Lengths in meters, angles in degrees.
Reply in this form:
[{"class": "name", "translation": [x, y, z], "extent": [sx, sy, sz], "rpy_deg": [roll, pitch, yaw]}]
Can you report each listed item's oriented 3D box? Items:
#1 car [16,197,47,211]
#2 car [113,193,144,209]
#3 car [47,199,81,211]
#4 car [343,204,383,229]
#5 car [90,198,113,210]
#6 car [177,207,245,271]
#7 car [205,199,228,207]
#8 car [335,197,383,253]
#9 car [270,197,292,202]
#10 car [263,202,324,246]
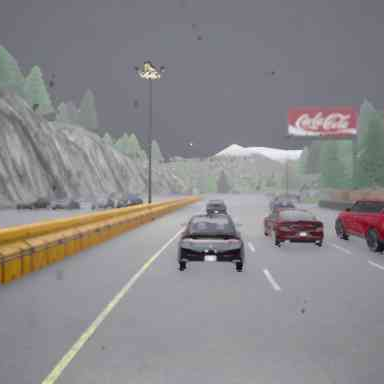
[{"class": "car", "translation": [-18.291, 1.379, 38.548], "extent": [1.882, 1.535, 5.008], "rpy_deg": [0, 0, 6]}, {"class": "car", "translation": [-7.501, 1.126, 41.018], "extent": [2.150, 2.045, 5.566], "rpy_deg": [0, 0, 5]}, {"class": "car", "translation": [-14.721, 1.473, 39.114], "extent": [1.994, 1.385, 4.181], "rpy_deg": [0, 0, 6]}, {"class": "car", "translation": [12.081, 1.589, 22.552], "extent": [1.895, 1.301, 4.718], "rpy_deg": [0, 0, 5]}, {"class": "car", "translation": [-10.973, 1.475, 41.481], "extent": [1.812, 1.442, 4.674], "rpy_deg": [0, 0, 5]}, {"class": "car", "translation": [0.636, 1.475, 10.899], "extent": [2.128, 1.511, 4.902], "rpy_deg": [0, 0, 4]}, {"class": "car", "translation": [2.284, 1.460, 31.100], "extent": [1.837, 1.490, 4.892], "rpy_deg": [0, 0, 5]}, {"class": "car", "translation": [7.827, 1.215, 13.677], "extent": [2.150, 2.045, 5.566], "rpy_deg": [0, 0, 4]}, {"class": "car", "translation": [9.786, 1.313, 36.621], "extent": [2.097, 1.767, 4.553], "rpy_deg": [0, 0, 5]}, {"class": "car", "translation": [4.458, 1.462, 15.216], "extent": [1.882, 1.535, 5.008], "rpy_deg": [0, 0, 4]}]
